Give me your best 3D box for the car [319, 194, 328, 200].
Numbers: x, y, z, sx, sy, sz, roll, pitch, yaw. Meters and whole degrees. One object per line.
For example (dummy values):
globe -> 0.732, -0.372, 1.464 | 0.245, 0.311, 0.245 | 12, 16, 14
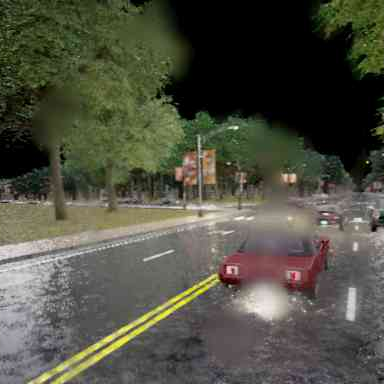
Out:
car -> 32.791, 1.167, 82.824 | 1.812, 1.442, 4.674 | -2, 0, 27

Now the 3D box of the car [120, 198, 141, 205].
car -> -13.791, 2.147, 75.063 | 1.895, 1.301, 4.718 | -1, 0, -40

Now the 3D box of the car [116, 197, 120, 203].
car -> -17.506, 2.206, 84.546 | 1.994, 1.385, 4.181 | -1, 0, -40

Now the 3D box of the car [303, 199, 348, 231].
car -> 8.173, 1.408, 20.014 | 1.837, 1.490, 4.892 | -2, -1, 27

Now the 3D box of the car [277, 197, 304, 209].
car -> 12.848, 1.421, 43.422 | 1.812, 1.442, 4.674 | -1, 0, -12

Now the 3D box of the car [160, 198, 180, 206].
car -> -4.199, 1.804, 63.591 | 2.128, 1.511, 4.902 | -1, 0, -40

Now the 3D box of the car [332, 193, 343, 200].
car -> 35.743, 1.100, 81.460 | 2.033, 1.411, 5.357 | -2, 0, 27

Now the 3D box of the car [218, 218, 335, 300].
car -> 2.370, 1.588, 8.461 | 1.895, 1.301, 4.718 | -2, 0, 27

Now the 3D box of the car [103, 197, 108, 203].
car -> -23.936, 2.190, 92.206 | 1.812, 1.442, 4.674 | -1, 0, -40

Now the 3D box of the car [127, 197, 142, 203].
car -> -15.016, 2.154, 86.634 | 1.994, 1.385, 4.181 | -1, 0, -40

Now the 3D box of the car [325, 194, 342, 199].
car -> 28.817, 1.252, 67.869 | 1.895, 1.301, 4.718 | -2, 0, 27

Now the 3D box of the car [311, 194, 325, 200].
car -> 25.933, 1.263, 69.372 | 1.812, 1.442, 4.674 | -2, 0, 27

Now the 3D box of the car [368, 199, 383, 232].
car -> 11.077, 1.175, 18.560 | 2.097, 1.767, 4.553 | -2, 0, 27
